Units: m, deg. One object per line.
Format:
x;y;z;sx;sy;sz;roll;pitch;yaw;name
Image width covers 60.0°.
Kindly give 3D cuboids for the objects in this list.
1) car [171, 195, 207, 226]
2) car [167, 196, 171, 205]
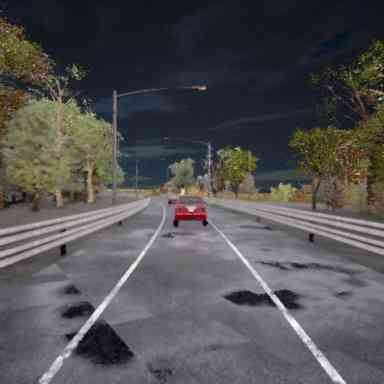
-0.184;1.222;23.636;2.150;2.045;5.566;0;0;-3;car
-3.148;1.435;56.018;1.882;1.535;5.008;0;0;-8;car
